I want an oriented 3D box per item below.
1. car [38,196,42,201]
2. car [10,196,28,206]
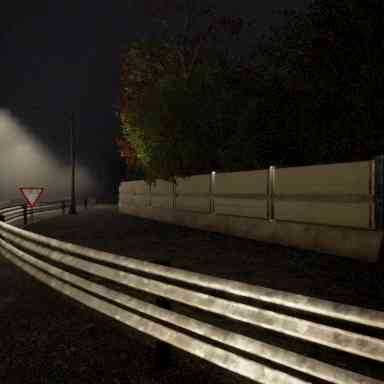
[{"bbox_3d":[-37.608,1.470,80.656,1.882,1.535,5.008,0,0,-28],"label":"car"},{"bbox_3d":[-28.205,1.487,54.540,1.837,1.490,4.892,1,0,-13],"label":"car"}]
